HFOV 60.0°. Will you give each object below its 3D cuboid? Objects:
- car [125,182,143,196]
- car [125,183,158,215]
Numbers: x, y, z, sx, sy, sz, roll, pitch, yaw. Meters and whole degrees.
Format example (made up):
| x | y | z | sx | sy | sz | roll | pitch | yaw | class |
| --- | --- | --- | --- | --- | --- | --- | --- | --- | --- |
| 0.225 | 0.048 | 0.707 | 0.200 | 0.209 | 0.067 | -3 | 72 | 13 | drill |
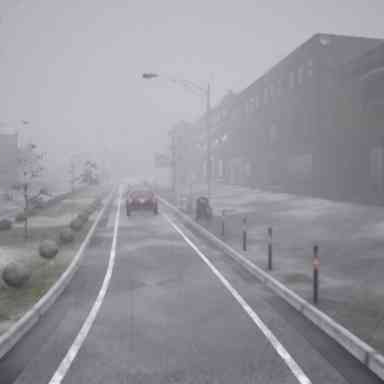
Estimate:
| x | y | z | sx | sy | sz | roll | pitch | yaw | class |
| --- | --- | --- | --- | --- | --- | --- | --- | --- | --- |
| -7.272 | -0.412 | 41.575 | 2.033 | 1.411 | 5.357 | -1 | 4 | -12 | car |
| -3.656 | 0.505 | 23.777 | 2.097 | 1.767 | 4.553 | -1 | 3 | -11 | car |
